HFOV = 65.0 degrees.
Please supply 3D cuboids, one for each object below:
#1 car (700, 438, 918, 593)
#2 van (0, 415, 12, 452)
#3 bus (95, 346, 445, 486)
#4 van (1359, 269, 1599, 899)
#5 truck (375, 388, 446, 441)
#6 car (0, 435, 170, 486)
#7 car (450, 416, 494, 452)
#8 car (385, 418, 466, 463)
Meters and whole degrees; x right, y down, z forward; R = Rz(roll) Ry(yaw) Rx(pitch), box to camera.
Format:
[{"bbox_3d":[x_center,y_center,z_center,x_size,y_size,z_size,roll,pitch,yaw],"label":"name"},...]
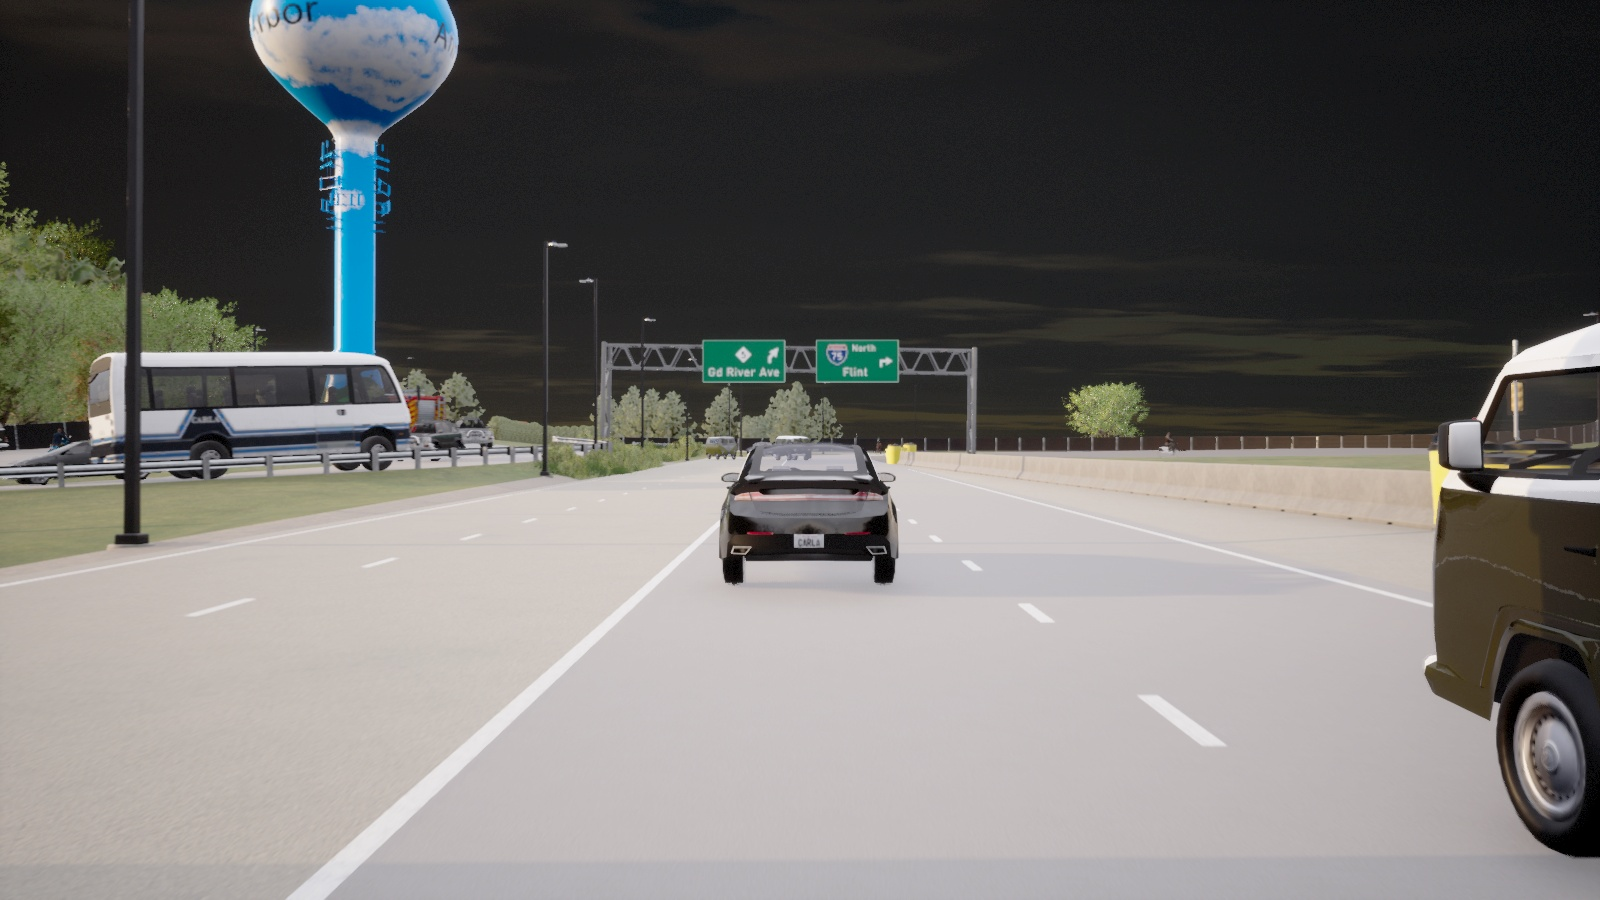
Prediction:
[{"bbox_3d":[0.099,0.626,14.688,2.128,1.511,4.902,0,0,0],"label":"car"},{"bbox_3d":[-46.676,-0.786,69.637,4.480,2.038,2.069,-3,1,-3],"label":"van"},{"bbox_3d":[-18.226,-1.297,43.813,10.273,4.253,3.944,-4,1,-42],"label":"bus"},{"bbox_3d":[3.535,0.455,3.395,2.069,2.038,4.480,0,0,0],"label":"van"},{"bbox_3d":[-29.422,-2.647,94.602,2.891,3.827,8.468,0,2,-33],"label":"truck"},{"bbox_3d":[-24.536,0.341,43.008,4.792,1.488,2.163,-3,1,-43],"label":"car"},{"bbox_3d":[-18.012,-0.904,68.829,1.932,1.855,4.605,0,2,-20],"label":"car"},{"bbox_3d":[-16.803,-0.466,56.636,1.932,1.855,4.605,0,2,5],"label":"car"}]
